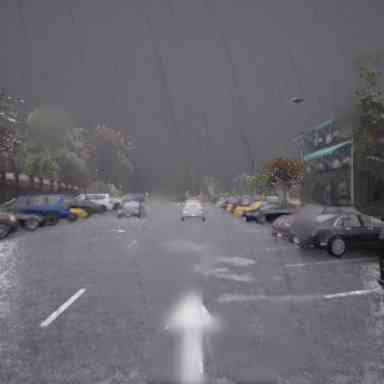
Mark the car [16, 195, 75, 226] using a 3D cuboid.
[{"bbox_3d":[-10.979,1.240,22.229,5.566,2.045,2.435,-1,0,-20],"label":"car"}]

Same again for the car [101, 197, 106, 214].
[{"bbox_3d":[-10.936,1.492,31.299,4.892,1.521,2.231,-1,0,-20],"label":"car"}]

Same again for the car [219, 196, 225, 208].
[{"bbox_3d":[5.993,1.492,36.364,5.008,1.535,2.097,1,0,-20],"label":"car"}]

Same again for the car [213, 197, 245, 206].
[{"bbox_3d":[5.994,1.532,54.109,4.674,1.452,2.002,1,0,-20],"label":"car"}]

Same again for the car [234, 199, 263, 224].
[{"bbox_3d":[5.973,1.521,24.505,4.792,1.488,2.163,1,0,-20],"label":"car"}]

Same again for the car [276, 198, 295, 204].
[{"bbox_3d":[24.689,2.417,88.169,2.231,1.521,4.892,2,-1,-21],"label":"car"}]

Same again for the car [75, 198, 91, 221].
[{"bbox_3d":[-10.775,1.486,25.329,5.366,1.575,1.946,-1,0,-20],"label":"car"}]

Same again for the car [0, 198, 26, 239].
[{"bbox_3d":[-10.920,1.365,16.204,4.553,1.767,2.185,-1,0,-20],"label":"car"}]

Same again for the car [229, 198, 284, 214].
[{"bbox_3d":[6.166,1.491,27.551,5.366,1.575,1.946,1,0,-20],"label":"car"}]

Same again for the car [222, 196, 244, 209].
[{"bbox_3d":[6.167,1.491,33.468,5.366,1.575,1.946,1,0,-20],"label":"car"}]

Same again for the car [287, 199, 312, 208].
[{"bbox_3d":[22.456,2.301,69.831,1.946,1.575,5.366,2,1,-21],"label":"car"}]

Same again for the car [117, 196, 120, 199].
[{"bbox_3d":[-10.921,1.521,37.364,4.792,1.488,2.163,-1,0,-20],"label":"car"}]

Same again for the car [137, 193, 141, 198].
[{"bbox_3d":[-10.925,1.366,52.471,4.553,1.767,2.185,-1,0,-20],"label":"car"}]

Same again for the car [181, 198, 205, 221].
[{"bbox_3d":[0.097,1.530,27.473,1.812,1.442,4.674,0,0,0],"label":"car"}]

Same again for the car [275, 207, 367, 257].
[{"bbox_3d":[5.998,1.492,12.679,4.892,1.521,2.231,1,0,-20],"label":"car"}]

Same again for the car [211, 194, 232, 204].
[{"bbox_3d":[5.825,1.487,45.163,5.366,1.575,1.946,1,0,-20],"label":"car"}]

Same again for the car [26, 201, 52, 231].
[{"bbox_3d":[-10.917,1.520,19.228,4.792,1.488,2.163,-1,0,-20],"label":"car"}]

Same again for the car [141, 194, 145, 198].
[{"bbox_3d":[-10.960,1.493,55.486,4.892,1.521,2.231,-1,0,-20],"label":"car"}]

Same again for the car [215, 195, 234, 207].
[{"bbox_3d":[5.997,1.493,42.280,4.892,1.521,2.231,1,0,-20],"label":"car"}]

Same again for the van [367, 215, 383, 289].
[{"bbox_3d":[6.112,1.265,6.811,4.442,1.987,1.878,1,0,-20],"label":"van"}]

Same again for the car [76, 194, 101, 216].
[{"bbox_3d":[-10.920,1.240,28.292,5.566,2.045,2.435,-1,0,-20],"label":"car"}]

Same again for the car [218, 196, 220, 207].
[{"bbox_3d":[6.020,1.522,39.331,4.792,1.488,2.163,1,0,-20],"label":"car"}]

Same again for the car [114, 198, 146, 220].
[{"bbox_3d":[-5.095,1.530,28.675,1.812,1.442,4.674,0,0,0],"label":"car"}]

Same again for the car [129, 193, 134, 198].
[{"bbox_3d":[-10.978,1.366,46.406,4.553,1.767,2.185,-1,0,-20],"label":"car"}]

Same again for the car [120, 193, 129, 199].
[{"bbox_3d":[-10.929,1.240,40.387,5.566,2.045,2.435,-1,0,-20],"label":"car"}]

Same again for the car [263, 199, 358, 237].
[{"bbox_3d":[6.029,1.366,15.654,4.553,1.767,2.185,1,0,-20],"label":"car"}]

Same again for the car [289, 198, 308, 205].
[{"bbox_3d":[28.081,2.521,88.201,2.231,1.521,4.892,2,-1,-21],"label":"car"}]

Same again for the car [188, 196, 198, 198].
[{"bbox_3d":[0.096,1.356,43.948,2.097,1.767,4.553,0,0,0],"label":"car"}]

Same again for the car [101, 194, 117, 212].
[{"bbox_3d":[-10.983,1.240,34.320,5.566,2.045,2.435,-1,0,-20],"label":"car"}]

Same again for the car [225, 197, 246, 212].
[{"bbox_3d":[5.996,1.491,30.435,5.008,1.535,2.097,1,0,-20],"label":"car"}]

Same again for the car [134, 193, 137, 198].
[{"bbox_3d":[-10.985,1.366,49.433,4.553,1.767,2.185,-1,0,-20],"label":"car"}]
